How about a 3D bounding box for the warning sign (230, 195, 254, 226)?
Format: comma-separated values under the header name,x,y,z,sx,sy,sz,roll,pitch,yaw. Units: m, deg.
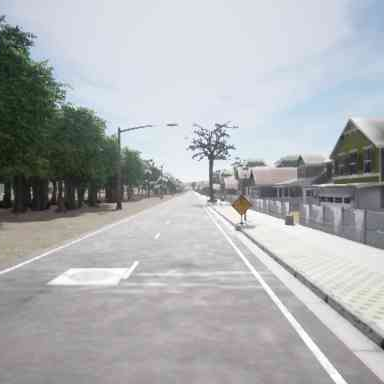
name,x,y,z,sx,sy,sz,roll,pitch,yaw
warning sign,3.049,1.099,20.434,1.300,1.860,1.060,0,0,0
